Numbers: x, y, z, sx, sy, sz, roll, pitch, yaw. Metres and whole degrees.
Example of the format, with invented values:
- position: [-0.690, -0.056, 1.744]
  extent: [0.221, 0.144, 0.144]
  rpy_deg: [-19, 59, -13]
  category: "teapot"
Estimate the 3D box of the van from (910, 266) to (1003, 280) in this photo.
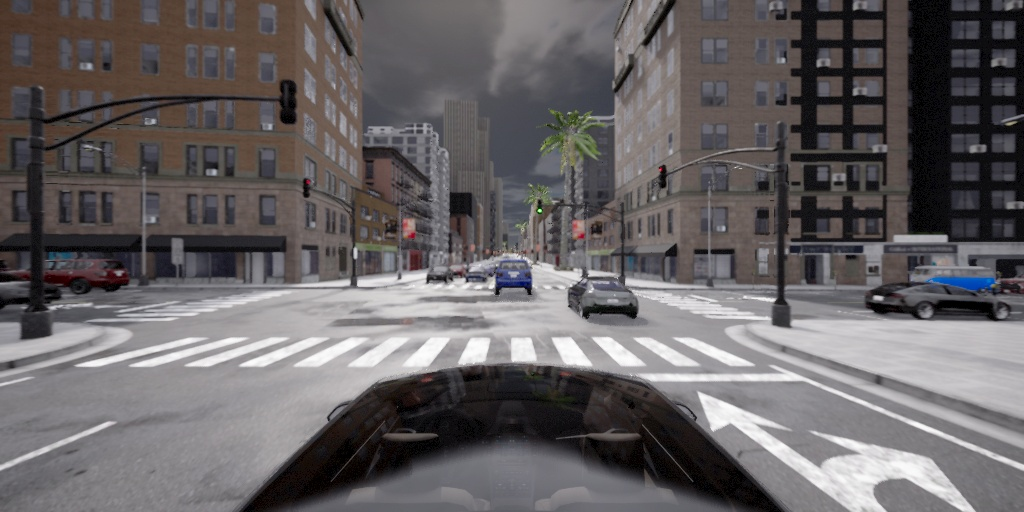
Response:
- position: [27.237, 1.532, 22.288]
  extent: [3.998, 1.789, 1.690]
  rpy_deg: [0, 0, 0]
  category: "van"

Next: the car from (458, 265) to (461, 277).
- position: [-6.587, 1.773, 42.852]
  extent: [1.882, 1.535, 5.008]
  rpy_deg: [0, -1, 0]
  category: "car"

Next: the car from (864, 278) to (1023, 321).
- position: [16.202, 1.679, 13.817]
  extent: [4.313, 1.339, 1.948]
  rpy_deg: [0, 0, 0]
  category: "car"

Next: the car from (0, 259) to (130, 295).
- position: [-23.904, 1.073, 19.293]
  extent: [5.009, 1.841, 2.192]
  rpy_deg: [0, 0, -9]
  category: "car"

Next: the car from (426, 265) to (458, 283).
- position: [-6.611, 1.648, 33.338]
  extent: [1.882, 1.535, 5.008]
  rpy_deg: [0, -1, 0]
  category: "car"

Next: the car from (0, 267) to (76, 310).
- position: [-20.875, 1.289, 13.917]
  extent: [4.892, 1.490, 1.837]
  rpy_deg: [1, 0, -9]
  category: "car"

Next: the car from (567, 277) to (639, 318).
- position: [3.352, 1.488, 13.923]
  extent: [1.994, 1.385, 4.181]
  rpy_deg: [1, -1, 0]
  category: "car"

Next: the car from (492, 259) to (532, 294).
- position: [0.099, 1.243, 22.592]
  extent: [2.150, 2.045, 5.566]
  rpy_deg: [0, -1, 0]
  category: "car"

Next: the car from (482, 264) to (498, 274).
- position: [-3.282, 1.995, 54.873]
  extent: [2.033, 1.411, 5.357]
  rpy_deg: [0, -1, 0]
  category: "car"

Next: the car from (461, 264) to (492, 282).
- position: [-3.363, 1.739, 34.889]
  extent: [2.033, 1.411, 5.357]
  rpy_deg: [0, -1, 0]
  category: "car"

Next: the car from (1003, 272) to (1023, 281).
- position: [32.733, 1.675, 22.261]
  extent: [4.097, 1.591, 1.967]
  rpy_deg: [0, 0, 0]
  category: "car"

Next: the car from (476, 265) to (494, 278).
- position: [-3.333, 1.841, 44.360]
  extent: [1.812, 1.442, 4.674]
  rpy_deg: [0, -1, 0]
  category: "car"
